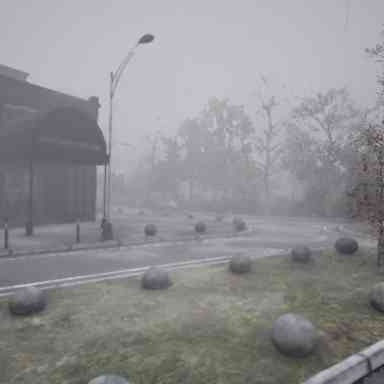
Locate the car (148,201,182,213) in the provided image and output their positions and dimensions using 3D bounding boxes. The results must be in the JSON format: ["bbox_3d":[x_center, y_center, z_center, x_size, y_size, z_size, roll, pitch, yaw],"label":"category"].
[{"bbox_3d":[-3.299,1.772,40.448,4.674,1.442,1.812,1,-1,35],"label":"car"}]
